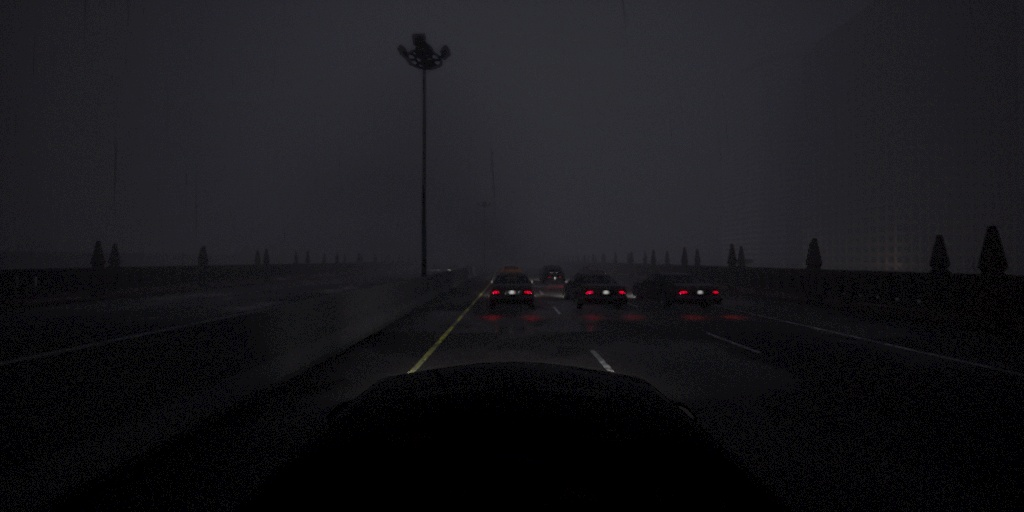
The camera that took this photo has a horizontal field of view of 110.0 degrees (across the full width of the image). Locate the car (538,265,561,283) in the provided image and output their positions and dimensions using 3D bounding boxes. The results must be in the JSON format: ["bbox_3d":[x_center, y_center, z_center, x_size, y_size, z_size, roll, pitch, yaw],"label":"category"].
[{"bbox_3d":[3.429,1.535,31.281,1.837,1.490,4.892,0,0,-1],"label":"car"}]

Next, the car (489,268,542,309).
[{"bbox_3d":[-0.003,1.430,15.831,2.033,1.411,5.357,0,-1,0],"label":"car"}]

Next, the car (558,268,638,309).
[{"bbox_3d":[3.497,1.430,15.832,2.033,1.411,5.357,0,-1,0],"label":"car"}]

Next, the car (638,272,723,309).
[{"bbox_3d":[6.997,1.430,15.833,2.033,1.411,5.357,0,-1,0],"label":"car"}]

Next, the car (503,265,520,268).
[{"bbox_3d":[-0.073,1.506,31.396,1.882,1.535,5.008,0,0,-1],"label":"car"}]

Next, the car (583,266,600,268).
[{"bbox_3d":[6.928,1.554,31.418,1.812,1.442,4.674,0,0,-1],"label":"car"}]
